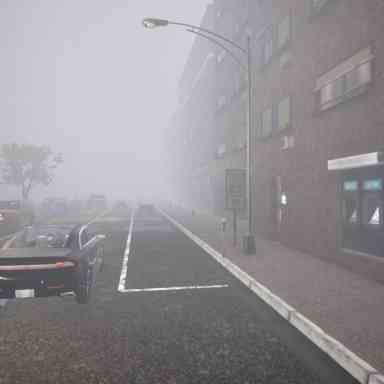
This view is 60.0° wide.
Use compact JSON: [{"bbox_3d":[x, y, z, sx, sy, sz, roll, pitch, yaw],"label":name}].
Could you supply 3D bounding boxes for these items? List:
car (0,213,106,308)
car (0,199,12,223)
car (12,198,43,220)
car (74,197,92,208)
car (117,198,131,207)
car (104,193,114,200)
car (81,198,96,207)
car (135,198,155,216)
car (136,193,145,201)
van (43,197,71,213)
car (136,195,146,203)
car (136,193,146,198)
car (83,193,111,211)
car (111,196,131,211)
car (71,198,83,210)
[{"bbox_3d":[-3.210,1.495,7.989,2.128,1.511,4.902,0,0,-9],"label":"car"},{"bbox_3d":[-10.035,1.325,14.382,2.192,1.841,5.009,0,0,-9],"label":"car"},{"bbox_3d":[-10.963,1.327,19.952,2.192,1.841,5.009,0,0,-9],"label":"car"},{"bbox_3d":[-15.573,1.529,47.633,1.752,1.417,4.829,0,0,-9],"label":"car"},{"bbox_3d":[-10.370,1.599,51.143,1.895,1.301,4.718,0,0,-9],"label":"car"},{"bbox_3d":[-23.016,1.264,92.359,2.192,1.841,5.009,1,0,-9],"label":"car"},{"bbox_3d":[-16.528,1.581,53.371,1.802,1.307,4.206,1,0,-9],"label":"car"},{"bbox_3d":[-4.555,1.556,32.487,2.008,1.369,4.403,0,0,-9],"label":"car"},{"bbox_3d":[-12.898,1.276,82.617,2.192,1.841,5.009,1,0,-9],"label":"car"},{"bbox_3d":[-12.817,1.353,31.091,1.690,1.788,3.998,0,0,-9],"label":"van"},{"bbox_3d":[-11.045,1.416,71.478,1.967,1.590,4.097,1,0,-9],"label":"car"},{"bbox_3d":[-10.118,1.422,65.909,1.967,1.590,4.097,0,0,-9],"label":"car"},{"bbox_3d":[-11.946,1.227,42.188,2.150,2.045,5.566,0,0,-9],"label":"car"},{"bbox_3d":[-8.687,1.530,41.280,1.812,1.442,4.674,0,0,-9],"label":"car"},{"bbox_3d":[-14.673,1.590,42.231,1.802,1.307,4.206,0,0,-9],"label":"car"}]
